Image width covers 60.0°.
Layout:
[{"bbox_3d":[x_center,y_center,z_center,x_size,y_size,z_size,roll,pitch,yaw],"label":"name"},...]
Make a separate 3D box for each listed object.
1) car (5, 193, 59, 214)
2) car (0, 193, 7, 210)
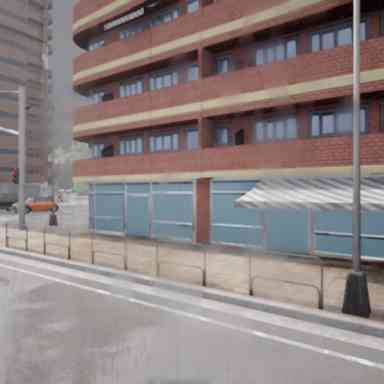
[{"bbox_3d":[-16.287,1.292,34.486,2.097,1.767,4.553,0,0,36],"label":"car"},{"bbox_3d":[-20.212,1.155,35.044,2.150,2.045,5.566,0,0,35],"label":"car"}]
